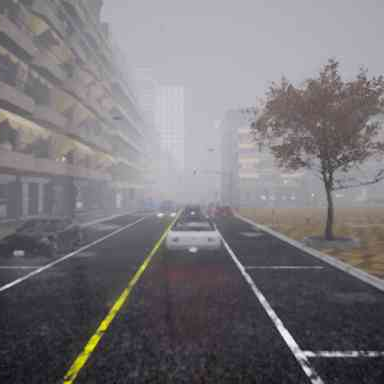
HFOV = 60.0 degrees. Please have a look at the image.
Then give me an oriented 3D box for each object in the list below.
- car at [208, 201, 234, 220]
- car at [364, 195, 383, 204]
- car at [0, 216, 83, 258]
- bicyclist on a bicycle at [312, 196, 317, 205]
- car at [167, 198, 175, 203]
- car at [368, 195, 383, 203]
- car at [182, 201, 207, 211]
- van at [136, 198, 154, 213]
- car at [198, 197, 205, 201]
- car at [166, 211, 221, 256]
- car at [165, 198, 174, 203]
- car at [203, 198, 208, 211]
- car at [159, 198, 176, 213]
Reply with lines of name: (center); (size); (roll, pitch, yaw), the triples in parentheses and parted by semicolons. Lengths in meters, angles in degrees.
car: (2.685, 1.739, 29.701); (1.887, 1.381, 4.507); (0, 0, 0)
car: (32.471, 1.447, 58.185); (4.403, 1.369, 2.008); (-1, 1, -1)
car: (-5.696, 1.650, 13.121); (1.947, 1.339, 4.313); (0, 0, 0)
bicyclist on a bicycle: (20.249, 1.392, 55.075); (0.582, 1.620, 1.656); (-1, 0, -1)
car: (-5.690, 2.202, 89.755); (1.947, 1.339, 4.313); (0, 0, 0)
car: (37.923, 1.367, 66.643); (4.313, 1.339, 1.947); (-1, 1, -1)
car: (0.073, 1.761, 30.160); (1.994, 1.385, 4.181); (0, 0, 0)
van: (-5.696, 1.613, 40.755); (1.690, 1.788, 3.998); (0, 0, 0)
car: (2.689, 2.077, 89.751); (1.967, 1.590, 4.097); (-1, 0, 0)
car: (0.061, 1.688, 13.550); (1.895, 1.301, 4.718); (0, 0, 0)
car: (-5.690, 2.144, 84.228); (2.008, 1.369, 4.403); (0, 0, 0)
car: (2.686, 1.816, 40.752); (1.887, 1.381, 4.507); (0, 0, 0)
car: (-3.072, 1.756, 41.711); (1.882, 1.535, 5.008); (0, 0, 0)
